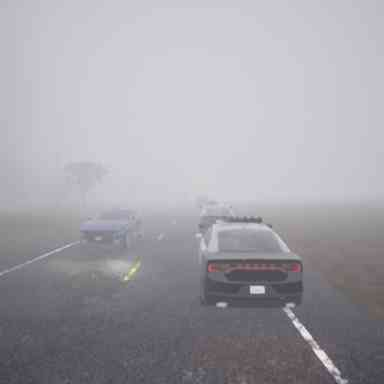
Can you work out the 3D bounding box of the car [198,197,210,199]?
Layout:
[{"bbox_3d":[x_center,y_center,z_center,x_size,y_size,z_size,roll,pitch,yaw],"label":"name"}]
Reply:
[{"bbox_3d":[1.486,1.397,24.106,1.801,1.575,5.366,0,0,2],"label":"car"}]

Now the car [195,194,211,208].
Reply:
[{"bbox_3d":[1.450,1.386,45.939,1.837,1.490,4.892,0,0,4],"label":"car"}]

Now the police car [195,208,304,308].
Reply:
[{"bbox_3d":[1.117,1.406,8.084,1.930,1.638,5.238,0,0,1],"label":"police car"}]

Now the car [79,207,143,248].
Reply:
[{"bbox_3d":[-3.398,1.442,14.764,1.882,1.535,5.008,0,0,1],"label":"car"}]

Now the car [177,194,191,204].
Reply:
[{"bbox_3d":[-1.390,1.199,57.213,2.097,1.767,4.553,0,0,5],"label":"car"}]

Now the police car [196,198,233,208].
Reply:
[{"bbox_3d":[1.310,1.382,18.049,1.930,1.638,5.238,0,0,1],"label":"police car"}]

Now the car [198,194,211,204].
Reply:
[{"bbox_3d":[2.342,1.190,60.018,2.097,1.767,4.553,0,0,4],"label":"car"}]
